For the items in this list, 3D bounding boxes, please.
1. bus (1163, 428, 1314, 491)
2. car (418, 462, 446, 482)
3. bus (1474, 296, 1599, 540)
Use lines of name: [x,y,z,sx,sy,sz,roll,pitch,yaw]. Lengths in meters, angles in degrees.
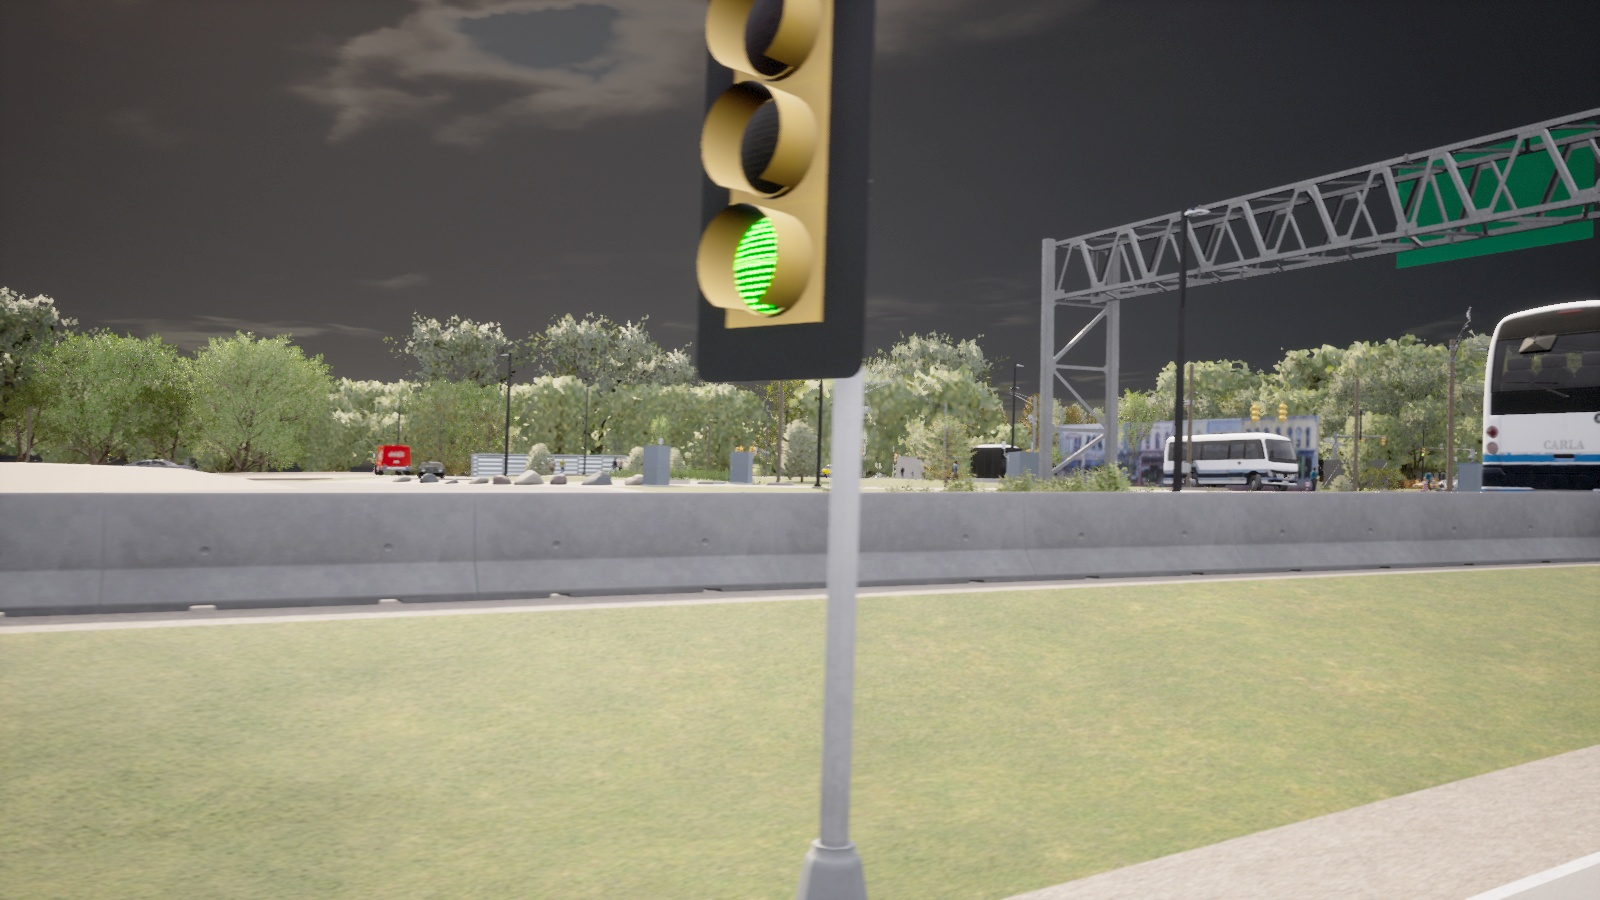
bus: [31.778,0.806,91.613,3.944,4.253,10.273,3,-3,-30]
car: [-27.375,1.635,93.252,1.895,1.301,4.718,2,0,-17]
bus: [18.375,-0.498,24.563,10.273,4.253,3.944,1,-1,-26]
